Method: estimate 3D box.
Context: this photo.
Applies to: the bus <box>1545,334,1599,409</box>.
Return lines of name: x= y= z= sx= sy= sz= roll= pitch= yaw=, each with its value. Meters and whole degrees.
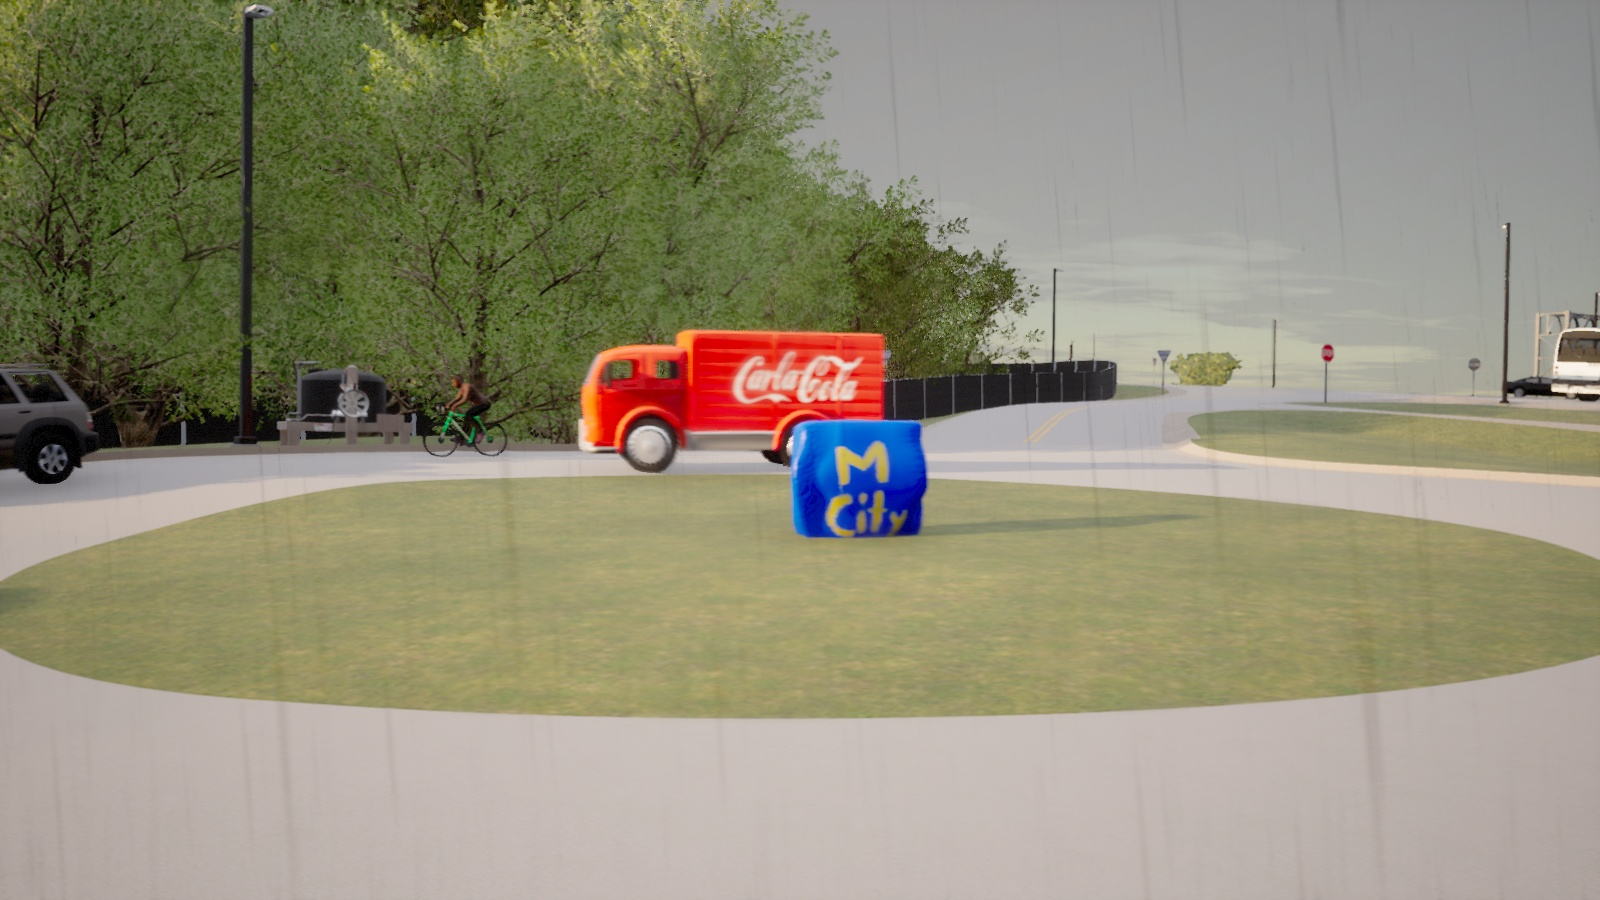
bus: x=49.722 y=-4.553 z=74.606 sx=10.273 sy=4.253 sz=3.944 roll=0 pitch=5 yaw=-25

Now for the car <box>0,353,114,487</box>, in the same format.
car: x=-12.348 y=-0.388 z=17.526 sx=1.932 sy=1.855 sz=4.605 roll=2 pitch=5 yaw=22

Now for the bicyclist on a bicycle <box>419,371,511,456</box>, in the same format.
bicyclist on a bicycle: x=-6.570 y=-0.713 z=24.634 sx=1.656 sy=1.620 sz=0.582 roll=0 pitch=3 yaw=-28

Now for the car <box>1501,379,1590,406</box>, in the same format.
car: x=50.604 y=-3.894 z=85.264 sx=5.008 sy=1.535 sz=1.882 roll=5 pitch=3 yaw=34

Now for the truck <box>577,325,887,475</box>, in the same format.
truck: x=-1.330 y=-0.910 z=22.542 sx=5.204 sy=2.467 sz=2.627 roll=0 pitch=4 yaw=-11

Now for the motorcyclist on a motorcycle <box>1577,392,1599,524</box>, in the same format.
motorcyclist on a motorcycle: x=10.277 y=0.127 z=14.734 sx=0.866 sy=1.590 sz=1.817 roll=0 pitch=3 yaw=-17
